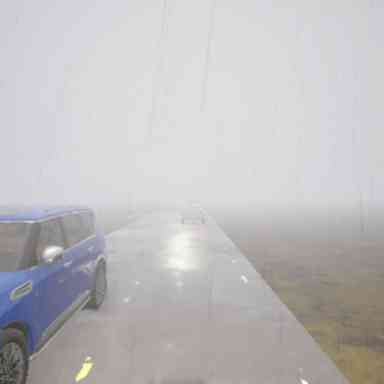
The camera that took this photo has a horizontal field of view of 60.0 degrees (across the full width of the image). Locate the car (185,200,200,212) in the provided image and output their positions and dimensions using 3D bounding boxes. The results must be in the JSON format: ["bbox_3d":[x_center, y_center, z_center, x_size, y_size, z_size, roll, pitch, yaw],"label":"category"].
[{"bbox_3d":[0.091,1.753,43.305,1.812,1.442,4.674,0,0,0],"label":"car"}]

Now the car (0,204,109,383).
[{"bbox_3d":[-2.850,1.248,4.979,2.150,2.045,5.566,0,0,0],"label":"car"}]

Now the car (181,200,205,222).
[{"bbox_3d":[0.091,1.670,27.332,1.812,1.442,4.674,0,0,0],"label":"car"}]
